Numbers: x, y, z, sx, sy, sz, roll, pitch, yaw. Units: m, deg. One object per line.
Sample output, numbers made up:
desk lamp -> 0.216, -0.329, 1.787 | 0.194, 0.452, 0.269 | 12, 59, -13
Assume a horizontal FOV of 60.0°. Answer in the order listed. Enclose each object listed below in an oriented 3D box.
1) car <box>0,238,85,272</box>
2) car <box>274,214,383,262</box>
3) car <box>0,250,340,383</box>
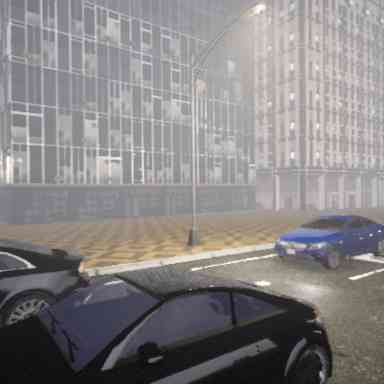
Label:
car -> -4.038, 1.496, 4.917 | 4.902, 1.511, 2.128 | 0, 0, -33
car -> 4.793, 1.472, 11.091 | 4.674, 1.442, 1.812 | 0, 0, -35
car -> -0.474, 1.557, 3.346 | 4.181, 1.385, 1.994 | 0, 0, -35
